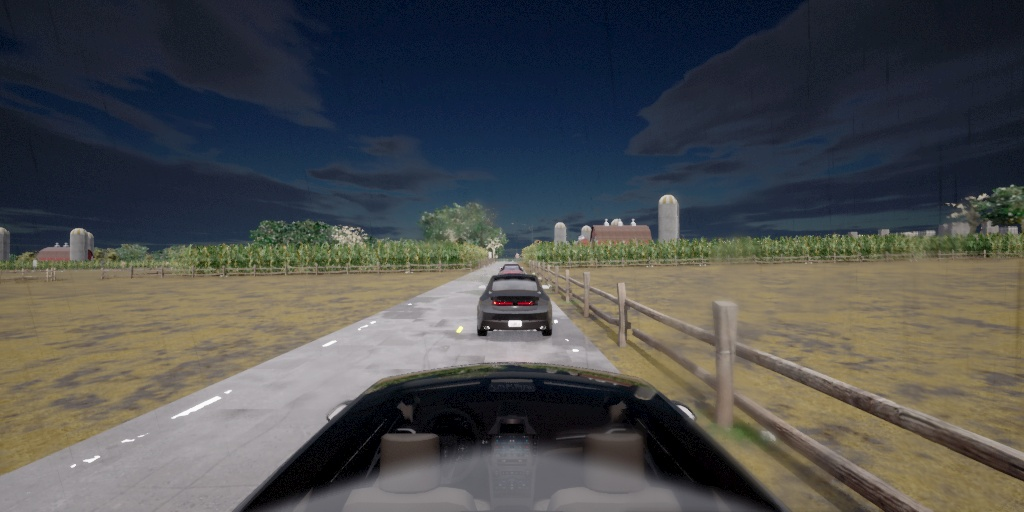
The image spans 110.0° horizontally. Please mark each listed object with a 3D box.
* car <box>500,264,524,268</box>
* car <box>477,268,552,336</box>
[{"bbox_3d":[-0.028,1.295,27.265,1.994,1.385,4.181,0,0,0],"label":"car"},{"bbox_3d":[0.058,1.253,10.367,1.837,1.490,4.892,0,0,0],"label":"car"}]
